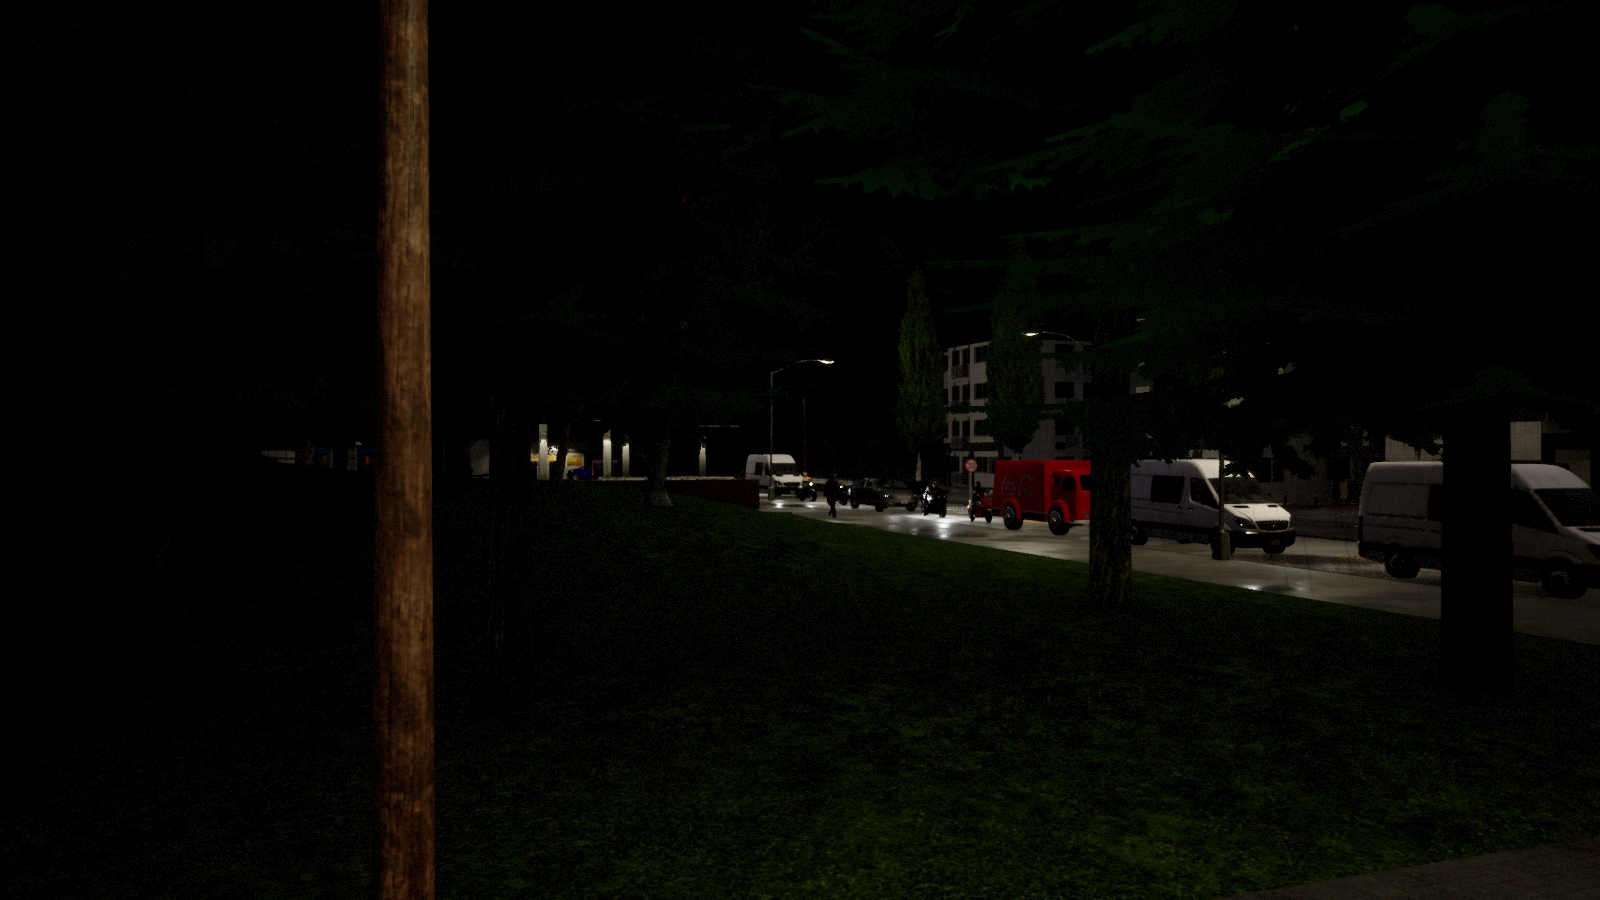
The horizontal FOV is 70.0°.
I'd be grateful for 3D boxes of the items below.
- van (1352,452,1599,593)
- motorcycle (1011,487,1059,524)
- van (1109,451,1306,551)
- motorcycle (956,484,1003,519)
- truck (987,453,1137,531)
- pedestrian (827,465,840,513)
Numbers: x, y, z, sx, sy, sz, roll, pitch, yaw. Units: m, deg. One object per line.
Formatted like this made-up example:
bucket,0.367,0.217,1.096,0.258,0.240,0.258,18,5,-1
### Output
van,14.572,1.323,23.700,1.988,2.561,5.915,0,0,-20
motorcycle,8.397,1.970,40.853,0.856,1.236,1.805,0,0,-20
van,11.384,1.323,32.517,1.988,2.561,5.915,0,0,-20
motorcycle,6.991,1.993,44.695,0.867,1.251,2.209,0,0,-20
truck,8.905,1.356,39.393,2.627,2.467,5.204,0,0,-20
pedestrian,1.318,1.532,44.770,0.375,1.860,0.375,0,0,-20
